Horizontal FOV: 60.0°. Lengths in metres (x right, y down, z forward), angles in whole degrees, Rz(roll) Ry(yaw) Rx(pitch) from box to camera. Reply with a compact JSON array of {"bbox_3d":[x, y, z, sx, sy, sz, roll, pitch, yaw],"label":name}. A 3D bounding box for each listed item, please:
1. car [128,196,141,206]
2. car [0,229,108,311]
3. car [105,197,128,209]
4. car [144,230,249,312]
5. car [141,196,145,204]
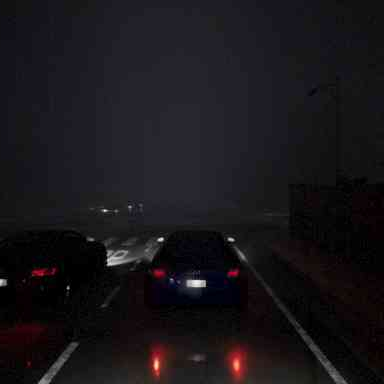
[{"bbox_3d":[-10.468,1.547,55.508,2.033,1.411,5.357,0,0,0],"label":"car"},{"bbox_3d":[-3.393,1.564,7.860,1.994,1.385,4.181,0,0,0],"label":"car"},{"bbox_3d":[-10.494,1.478,45.578,1.882,1.535,5.008,0,0,0],"label":"car"},{"bbox_3d":[0.092,1.564,7.799,1.994,1.385,4.181,0,0,0],"label":"car"},{"bbox_3d":[-10.393,1.505,65.630,1.837,1.490,4.892,0,0,1],"label":"car"}]
